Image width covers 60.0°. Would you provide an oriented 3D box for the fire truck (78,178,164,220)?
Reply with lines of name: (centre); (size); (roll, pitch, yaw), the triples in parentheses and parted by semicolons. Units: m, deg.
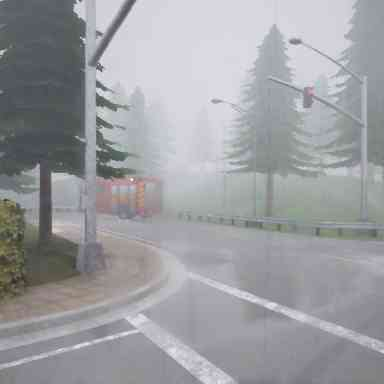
fire truck: (-6.387, 0.328, 28.895); (8.468, 3.827, 2.891); (0, -1, 40)
